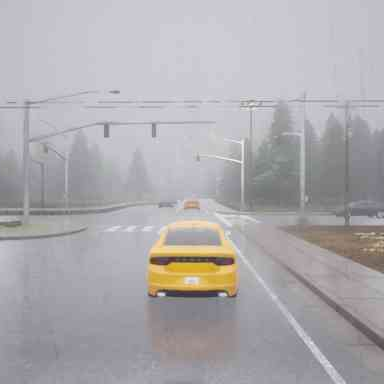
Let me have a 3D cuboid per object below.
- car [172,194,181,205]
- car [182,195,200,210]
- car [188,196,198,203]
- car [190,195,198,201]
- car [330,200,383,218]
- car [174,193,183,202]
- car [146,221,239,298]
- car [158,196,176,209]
[{"bbox_3d":[-3.556,1.547,59.147,2.033,1.411,5.357,0,0,1],"label":"car"},{"bbox_3d":[-0.011,1.478,42.262,1.882,1.535,5.008,0,0,0],"label":"car"},{"bbox_3d":[0.250,1.537,72.823,2.033,1.411,5.357,0,0,2],"label":"car"},{"bbox_3d":[0.641,1.442,83.215,1.837,1.490,4.892,0,0,2],"label":"car"},{"bbox_3d":[14.890,1.531,29.587,4.892,1.490,1.837,0,0,1],"label":"car"},{"bbox_3d":[-3.177,1.144,75.015,2.150,2.045,5.566,0,0,2],"label":"car"},{"bbox_3d":[0.043,1.474,8.599,1.882,1.535,5.008,0,0,1],"label":"car"},{"bbox_3d":[-3.608,1.601,46.291,1.895,1.301,4.718,0,0,0],"label":"car"}]
